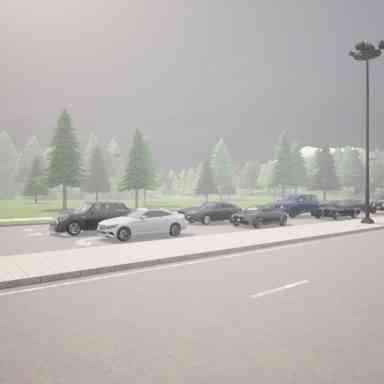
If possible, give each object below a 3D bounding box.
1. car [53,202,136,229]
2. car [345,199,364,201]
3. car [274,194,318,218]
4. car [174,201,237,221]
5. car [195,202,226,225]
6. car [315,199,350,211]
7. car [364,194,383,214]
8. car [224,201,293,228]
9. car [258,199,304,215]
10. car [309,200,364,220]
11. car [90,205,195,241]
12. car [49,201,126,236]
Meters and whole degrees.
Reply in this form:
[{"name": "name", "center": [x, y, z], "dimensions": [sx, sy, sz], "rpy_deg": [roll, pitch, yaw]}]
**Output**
[{"name": "car", "center": [-6.471, 1.478, 22.436], "dimensions": [5.008, 1.535, 1.882], "rpy_deg": [0, 0, -38]}, {"name": "car", "center": [17.625, 1.505, 36.749], "dimensions": [4.892, 1.490, 1.837], "rpy_deg": [0, 0, -37]}, {"name": "car", "center": [9.518, 1.221, 30.501], "dimensions": [5.566, 2.045, 2.150], "rpy_deg": [0, 0, -38]}, {"name": "car", "center": [1.262, 1.547, 28.489], "dimensions": [5.357, 1.411, 2.033], "rpy_deg": [0, 0, -38]}, {"name": "car", "center": [1.640, 1.505, 24.340], "dimensions": [4.892, 1.490, 1.837], "rpy_deg": [0, 0, -38]}, {"name": "car", "center": [17.369, 1.601, 40.953], "dimensions": [4.718, 1.301, 1.895], "rpy_deg": [0, 0, -37]}, {"name": "car", "center": [20.607, 1.221, 34.623], "dimensions": [5.566, 2.045, 2.150], "rpy_deg": [0, 0, -38]}, {"name": "car", "center": [4.469, 1.564, 22.119], "dimensions": [4.181, 1.385, 1.994], "rpy_deg": [0, 0, -39]}, {"name": "car", "center": [9.369, 1.492, 34.816], "dimensions": [4.902, 1.511, 2.128], "rpy_deg": [0, 0, -38]}, {"name": "car", "center": [12.295, 1.601, 28.219], "dimensions": [4.718, 1.301, 1.895], "rpy_deg": [0, 0, -38]}, {"name": "car", "center": [-2.392, 1.526, 16.741], "dimensions": [4.674, 1.442, 1.812], "rpy_deg": [0, 0, -38]}, {"name": "car", "center": [-5.548, 1.352, 18.716], "dimensions": [4.553, 1.767, 2.097], "rpy_deg": [0, 0, -38]}]
